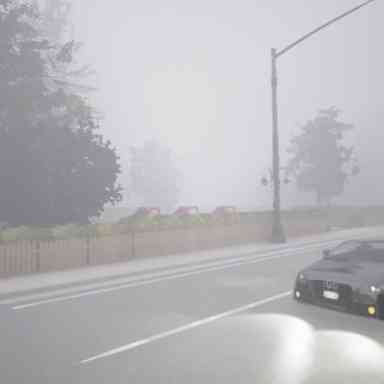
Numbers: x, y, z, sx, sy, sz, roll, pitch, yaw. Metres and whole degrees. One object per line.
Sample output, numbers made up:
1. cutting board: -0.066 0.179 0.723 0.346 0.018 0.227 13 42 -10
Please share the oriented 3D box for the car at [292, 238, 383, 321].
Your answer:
1. car: 4.133 1.802 7.662 4.181 1.385 1.994 1 -3 -41
